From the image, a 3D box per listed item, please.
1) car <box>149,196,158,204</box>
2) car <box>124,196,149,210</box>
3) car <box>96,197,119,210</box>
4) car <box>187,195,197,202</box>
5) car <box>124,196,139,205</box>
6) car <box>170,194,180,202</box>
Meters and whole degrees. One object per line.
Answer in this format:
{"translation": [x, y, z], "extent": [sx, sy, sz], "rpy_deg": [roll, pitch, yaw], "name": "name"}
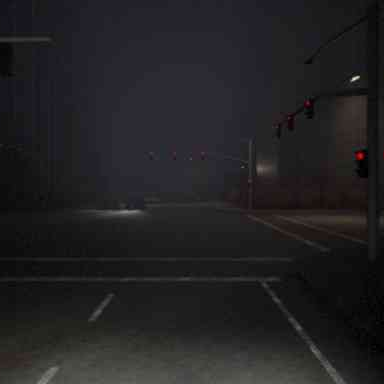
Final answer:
{"translation": [-7.059, 1.409, 58.452], "extent": [1.812, 1.442, 4.674], "rpy_deg": [0, 0, 1], "name": "car"}
{"translation": [-7.096, 1.408, 42.037], "extent": [2.128, 1.511, 4.902], "rpy_deg": [0, 0, 0], "name": "car"}
{"translation": [-10.598, 1.394, 41.863], "extent": [1.882, 1.535, 5.008], "rpy_deg": [0, 0, 0], "name": "car"}
{"translation": [-0.024, 1.392, 69.394], "extent": [1.994, 1.385, 4.181], "rpy_deg": [0, 0, 0], "name": "car"}
{"translation": [-10.558, 1.410, 58.105], "extent": [1.812, 1.442, 4.674], "rpy_deg": [0, 0, 0], "name": "car"}
{"translation": [-3.524, 1.194, 69.363], "extent": [2.097, 1.767, 4.553], "rpy_deg": [0, 0, 0], "name": "car"}
